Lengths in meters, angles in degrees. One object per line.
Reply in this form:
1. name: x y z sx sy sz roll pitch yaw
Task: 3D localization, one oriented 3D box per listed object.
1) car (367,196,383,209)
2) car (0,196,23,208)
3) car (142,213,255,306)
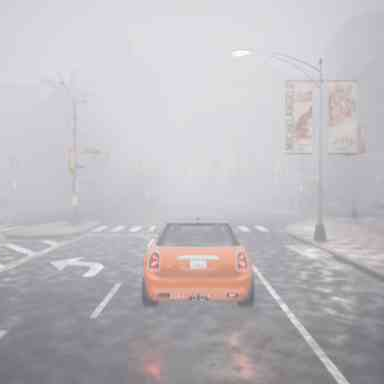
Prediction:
1. car: 22.230 1.070 36.286 4.553 1.767 2.097 0 0 1
2. car: -23.495 1.234 40.343 5.357 1.411 2.033 0 0 0
3. car: 0.116 1.289 8.014 2.097 1.767 4.553 0 0 0
